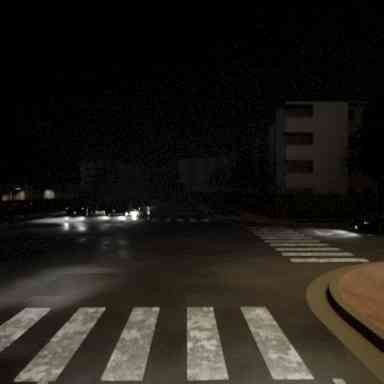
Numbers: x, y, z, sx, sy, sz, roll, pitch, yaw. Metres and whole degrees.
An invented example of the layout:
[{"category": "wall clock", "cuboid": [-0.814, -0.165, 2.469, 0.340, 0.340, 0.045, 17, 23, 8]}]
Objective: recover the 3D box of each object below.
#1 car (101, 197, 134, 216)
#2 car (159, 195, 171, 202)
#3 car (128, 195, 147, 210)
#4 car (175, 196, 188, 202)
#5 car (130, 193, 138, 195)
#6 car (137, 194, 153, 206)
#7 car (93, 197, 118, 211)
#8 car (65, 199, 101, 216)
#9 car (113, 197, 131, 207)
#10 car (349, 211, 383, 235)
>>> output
[{"category": "car", "cuboid": [-7.262, 1.497, 32.865, 1.837, 1.490, 4.892, 0, 0, -2]}, {"category": "car", "cuboid": [-6.073, 1.507, 74.027, 2.128, 1.511, 4.902, 0, 0, -17]}, {"category": "car", "cuboid": [-7.397, 1.481, 42.001, 2.128, 1.511, 4.902, 0, 0, -1]}, {"category": "car", "cuboid": [-2.392, 1.522, 73.851, 2.033, 1.411, 5.357, 0, 0, -17]}, {"category": "car", "cuboid": [-11.542, 1.207, 66.583, 2.150, 2.045, 5.566, 0, 0, -9]}, {"category": "car", "cuboid": [-7.507, 1.513, 53.515, 1.812, 1.442, 4.674, 0, 0, 0]}, {"category": "car", "cuboid": [-10.899, 1.467, 42.191, 1.882, 1.535, 5.008, 0, 0, 0]}, {"category": "car", "cuboid": [-10.803, 1.593, 32.799, 1.895, 1.301, 4.718, 0, 0, -1]}, {"category": "car", "cuboid": [-10.972, 1.551, 52.218, 1.994, 1.385, 4.181, 0, 0, 0]}, {"category": "car", "cuboid": [11.597, 1.526, 18.124, 5.357, 1.411, 2.033, 0, 0, 0]}]
